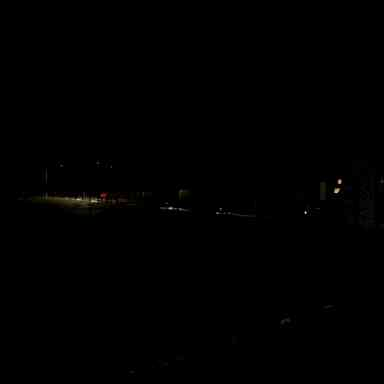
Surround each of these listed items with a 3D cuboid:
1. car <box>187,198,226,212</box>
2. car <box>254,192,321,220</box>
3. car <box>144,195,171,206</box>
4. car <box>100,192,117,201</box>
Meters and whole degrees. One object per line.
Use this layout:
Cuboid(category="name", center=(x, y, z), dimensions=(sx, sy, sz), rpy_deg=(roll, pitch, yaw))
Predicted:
Cuboid(category="car", center=(1.565, 1.320, 34.691), dimensions=(1.895, 1.301, 4.718), rpy_deg=(1, 0, -36))
Cuboid(category="car", center=(7.475, 1.044, 26.616), dimensions=(2.150, 2.045, 5.566), rpy_deg=(1, 0, -36))
Cuboid(category="car", center=(-4.546, 1.102, 43.067), dimensions=(2.128, 1.511, 4.902), rpy_deg=(1, 0, -36))
Cuboid(category="car", center=(-15.967, 0.738, 63.660), dimensions=(2.097, 1.767, 4.553), rpy_deg=(1, 0, -34))
